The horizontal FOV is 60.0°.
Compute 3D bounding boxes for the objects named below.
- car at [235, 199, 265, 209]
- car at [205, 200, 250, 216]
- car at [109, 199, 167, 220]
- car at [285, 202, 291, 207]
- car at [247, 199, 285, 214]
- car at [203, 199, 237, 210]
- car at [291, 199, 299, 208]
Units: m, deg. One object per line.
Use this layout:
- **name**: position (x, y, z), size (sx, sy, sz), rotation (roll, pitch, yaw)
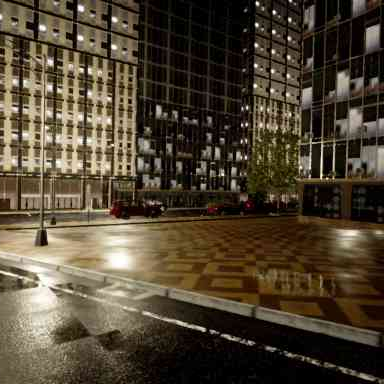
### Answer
- **car**: position (8.900, 1.869, 50.914), size (4.313, 1.339, 1.947), rotation (1, 1, -35)
- **car**: position (4.020, 1.964, 37.998), size (4.507, 1.381, 1.887), rotation (1, 1, -35)
- **car**: position (-5.317, 1.642, 31.570), size (5.009, 1.841, 2.192), rotation (1, 1, -35)
- **car**: position (13.571, 1.932, 54.126), size (4.206, 1.307, 1.802), rotation (1, 1, -35)
- **car**: position (8.696, 1.780, 41.205), size (5.009, 1.841, 2.192), rotation (1, 1, -35)
- **car**: position (4.089, 1.781, 47.605), size (4.829, 1.417, 1.752), rotation (1, 1, -35)
- **car**: position (18.242, 1.962, 57.338), size (4.313, 1.339, 1.947), rotation (1, 1, -35)
